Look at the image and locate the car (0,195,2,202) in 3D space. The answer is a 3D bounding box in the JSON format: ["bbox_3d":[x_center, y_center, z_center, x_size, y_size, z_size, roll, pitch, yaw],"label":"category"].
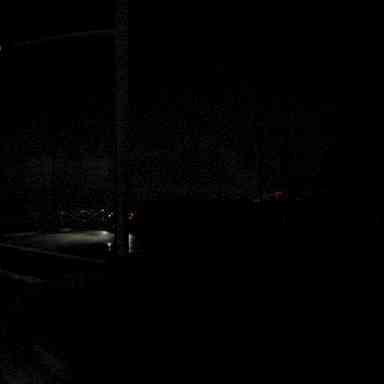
[{"bbox_3d":[-41.402,1.298,67.569,2.007,1.523,4.514,0,0,35],"label":"car"}]

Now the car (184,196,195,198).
[{"bbox_3d":[-0.778,1.374,48.169,1.845,1.501,3.633,0,0,35],"label":"car"}]

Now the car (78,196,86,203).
[{"bbox_3d":[-18.474,1.077,60.365,1.905,1.878,3.866,0,0,35],"label":"car"}]

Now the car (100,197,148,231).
[{"bbox_3d":[-3.056,1.352,20.569,2.097,1.767,4.553,0,0,35],"label":"car"}]

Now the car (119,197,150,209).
[{"bbox_3d":[-7.499,1.384,43.836,1.970,1.475,3.806,0,0,35],"label":"car"}]

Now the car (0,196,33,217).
[{"bbox_3d":[-15.817,1.339,26.918,2.007,1.523,4.514,0,0,35],"label":"car"}]

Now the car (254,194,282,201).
[{"bbox_3d":[8.422,1.221,37.051,2.150,2.045,5.566,0,0,35],"label":"car"}]

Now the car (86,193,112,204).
[{"bbox_3d":[-15.864,1.097,59.022,1.932,1.855,4.605,0,0,35],"label":"car"}]

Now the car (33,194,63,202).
[{"bbox_3d":[-28.915,1.153,67.759,2.152,1.636,5.027,0,0,35],"label":"car"}]

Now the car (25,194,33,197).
[{"bbox_3d":[-34.339,1.232,71.204,1.970,1.475,3.806,0,0,35],"label":"car"}]
